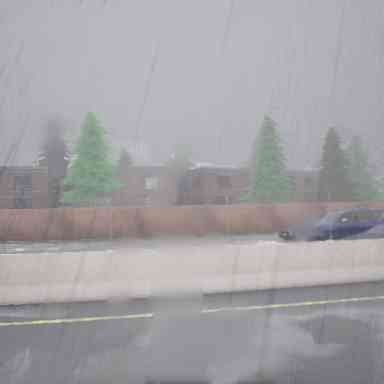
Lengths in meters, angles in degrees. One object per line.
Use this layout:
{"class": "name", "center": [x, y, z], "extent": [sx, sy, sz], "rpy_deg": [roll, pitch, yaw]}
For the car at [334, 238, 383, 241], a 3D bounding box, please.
{"class": "car", "center": [9.073, 2.111, 14.798], "extent": [5.357, 1.411, 2.033], "rpy_deg": [0, -3, -15]}
